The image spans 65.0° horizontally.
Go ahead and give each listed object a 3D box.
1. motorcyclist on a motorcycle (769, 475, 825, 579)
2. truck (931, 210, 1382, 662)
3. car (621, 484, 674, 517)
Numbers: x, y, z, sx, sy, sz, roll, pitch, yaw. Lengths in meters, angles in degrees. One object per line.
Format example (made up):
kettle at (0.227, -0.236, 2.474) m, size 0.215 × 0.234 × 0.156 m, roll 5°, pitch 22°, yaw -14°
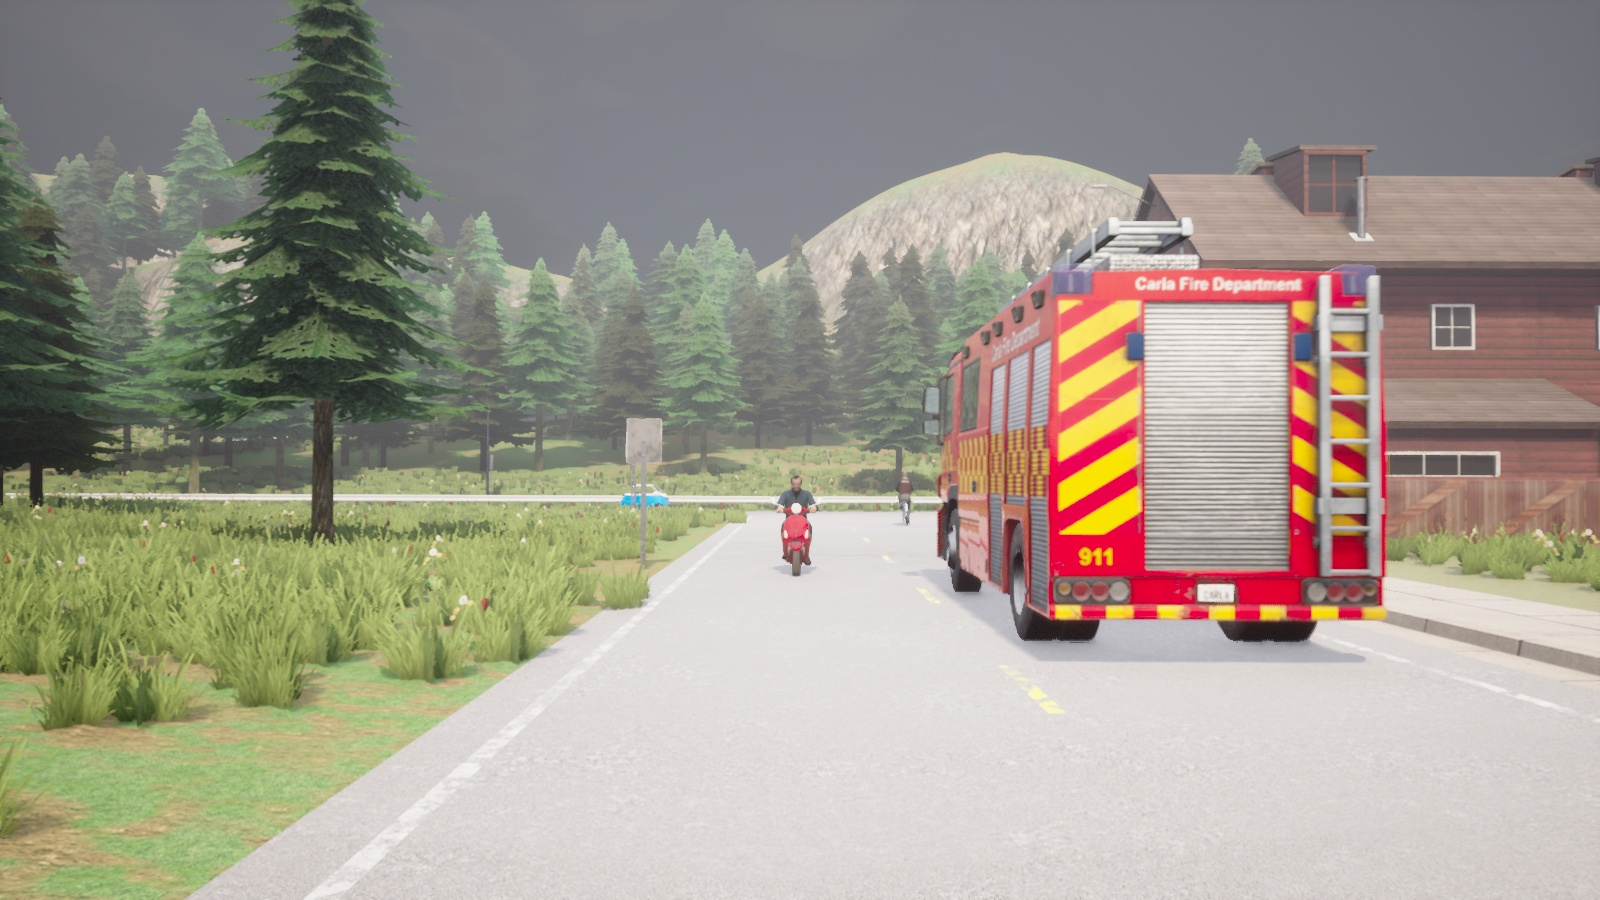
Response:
motorcyclist on a motorcycle at (-0.050, 1.208, 20.237) m, size 0.866 × 1.590 × 1.817 m, roll 0°, pitch -1°, yaw 0°
truck at (3.458, -0.038, 14.896) m, size 2.891 × 3.827 × 8.468 m, roll 0°, pitch -1°, yaw 0°
car at (-6.783, 2.240, 56.006) m, size 2.207 × 1.376 × 1.481 m, roll -1°, pitch -1°, yaw 0°
